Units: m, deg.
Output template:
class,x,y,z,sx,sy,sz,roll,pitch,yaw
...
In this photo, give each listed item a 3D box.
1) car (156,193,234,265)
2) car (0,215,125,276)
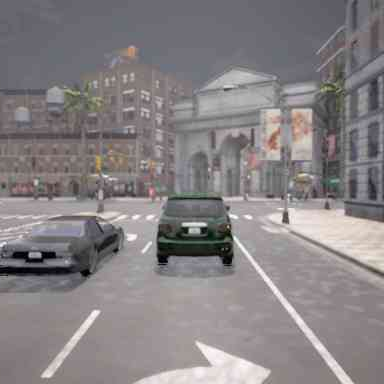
class,x,y,z,sx,sy,sz,roll,pitch,yaw
car,0.131,1.032,11.125,2.150,2.045,5.566,0,1,1
car,-3.389,1.380,9.768,2.033,1.411,5.357,0,1,1
